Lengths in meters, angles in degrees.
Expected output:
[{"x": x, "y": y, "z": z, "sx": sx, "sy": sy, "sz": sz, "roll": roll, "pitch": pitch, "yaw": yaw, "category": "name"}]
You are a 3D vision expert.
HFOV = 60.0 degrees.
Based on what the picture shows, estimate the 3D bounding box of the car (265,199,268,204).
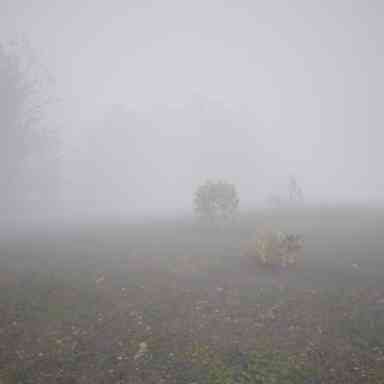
[{"x": 12.691, "y": 1.118, "z": 49.517, "sx": 1.895, "sy": 1.301, "sz": 4.718, "roll": -1, "pitch": 0, "yaw": 35, "category": "car"}]
